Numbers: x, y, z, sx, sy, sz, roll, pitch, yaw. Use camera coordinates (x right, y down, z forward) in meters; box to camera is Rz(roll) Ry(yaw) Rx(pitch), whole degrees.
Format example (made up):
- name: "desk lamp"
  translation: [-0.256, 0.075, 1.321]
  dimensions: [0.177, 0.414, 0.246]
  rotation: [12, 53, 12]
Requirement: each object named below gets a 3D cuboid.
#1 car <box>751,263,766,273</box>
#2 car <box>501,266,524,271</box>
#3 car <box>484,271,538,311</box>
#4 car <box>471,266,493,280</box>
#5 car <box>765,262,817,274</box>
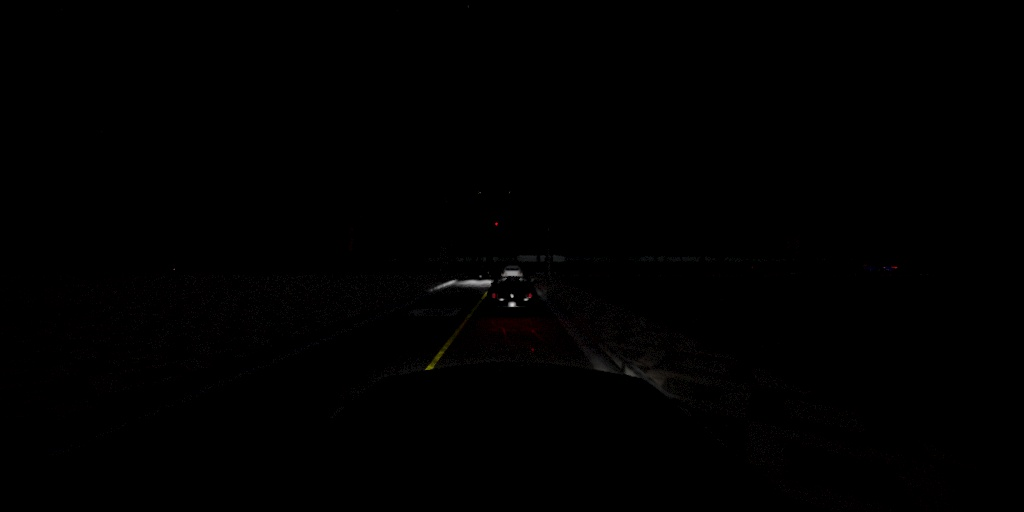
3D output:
- name: "car"
  translation: [36.776, 1.686, 50.545]
  dimensions: [5.357, 1.411, 2.033]
  rotation: [0, 0, 0]
- name: "car"
  translation: [0.038, 1.555, 30.752]
  dimensions: [1.812, 1.442, 4.674]
  rotation: [0, 0, 1]
- name: "car"
  translation: [0.024, 1.480, 15.114]
  dimensions: [1.895, 1.301, 4.718]
  rotation: [0, -1, 0]
- name: "car"
  translation: [-3.004, 1.688, 36.655]
  dimensions: [1.895, 1.301, 4.718]
  rotation: [0, -1, 1]
- name: "car"
  translation: [36.787, 1.725, 47.295]
  dimensions: [4.718, 1.301, 1.895]
  rotation: [0, 0, 0]
